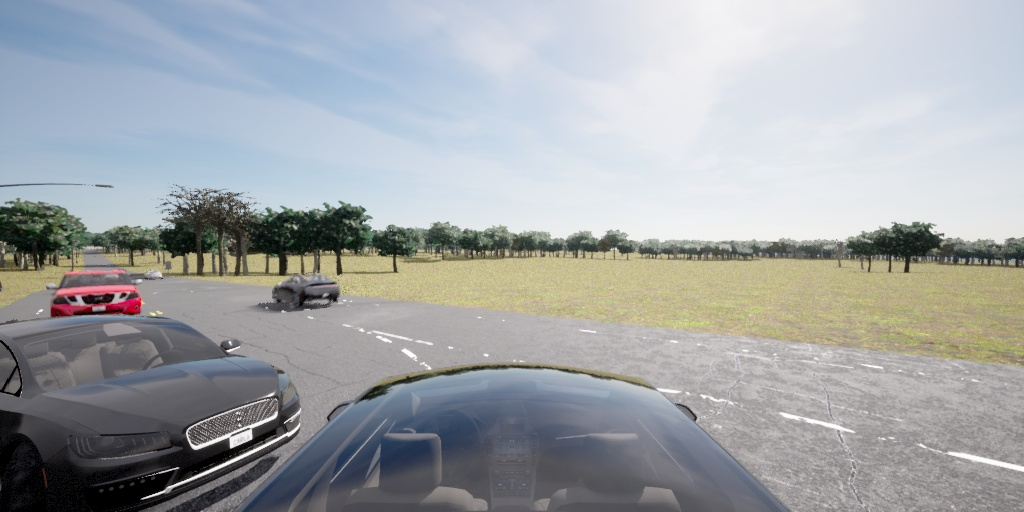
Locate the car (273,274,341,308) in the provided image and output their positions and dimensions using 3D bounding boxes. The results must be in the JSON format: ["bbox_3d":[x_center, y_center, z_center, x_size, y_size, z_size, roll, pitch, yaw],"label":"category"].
[{"bbox_3d":[-10.682,1.706,18.519,4.902,1.511,2.128,-2,0,40],"label":"car"}]

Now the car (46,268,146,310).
[{"bbox_3d":[-16.577,1.575,14.322,5.566,2.045,2.150,-2,-1,40],"label":"car"}]

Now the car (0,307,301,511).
[{"bbox_3d":[-4.624,1.445,3.943,4.892,1.490,1.837,-3,-3,20],"label":"car"}]
